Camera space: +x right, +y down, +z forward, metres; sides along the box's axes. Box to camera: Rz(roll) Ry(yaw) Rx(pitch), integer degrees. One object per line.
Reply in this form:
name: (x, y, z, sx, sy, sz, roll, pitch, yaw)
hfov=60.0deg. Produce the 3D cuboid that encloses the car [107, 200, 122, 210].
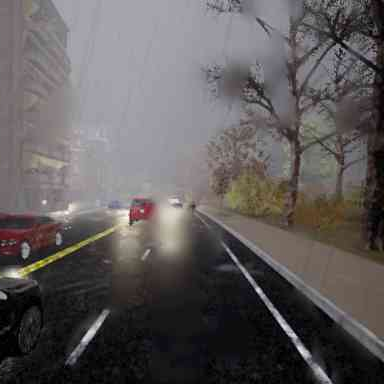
car: (-11.816, 1.996, 51.566, 1.882, 1.535, 5.008, 0, 0, -4)

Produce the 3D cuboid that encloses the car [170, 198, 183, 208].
car: (-2.602, 2.181, 59.787, 1.895, 1.301, 4.718, 0, -1, -4)

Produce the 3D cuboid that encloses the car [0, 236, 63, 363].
car: (-3.179, 1.528, 3.226, 2.128, 1.511, 4.902, 0, -1, 0)

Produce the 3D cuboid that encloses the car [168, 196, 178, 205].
car: (-4.177, 1.950, 75.468, 2.150, 2.045, 5.566, 0, -1, -7)

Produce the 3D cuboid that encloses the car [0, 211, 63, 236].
car: (-6.755, 1.617, 13.164, 1.882, 1.535, 5.008, 0, -1, -1)

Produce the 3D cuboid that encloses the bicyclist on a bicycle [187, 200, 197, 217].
bicyclist on a bicycle: (0.138, 1.678, 31.483, 0.659, 1.776, 1.843, 0, 0, -3)

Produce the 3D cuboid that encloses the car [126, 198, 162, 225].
car: (-3.702, 1.488, 26.636, 2.150, 2.045, 5.566, 0, -1, -2)

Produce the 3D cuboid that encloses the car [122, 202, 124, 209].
car: (-8.243, 2.072, 47.216, 1.895, 1.301, 4.718, 0, -1, -4)
